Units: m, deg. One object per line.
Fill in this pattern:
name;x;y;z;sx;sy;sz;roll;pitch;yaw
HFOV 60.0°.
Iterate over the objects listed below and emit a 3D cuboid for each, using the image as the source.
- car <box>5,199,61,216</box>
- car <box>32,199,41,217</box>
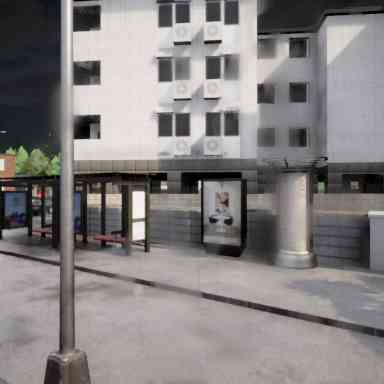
car;-16.147;1.505;34.085;1.837;1.490;4.892;0;0;35
car;-14.647;1.564;28.931;1.994;1.385;4.181;0;0;35
